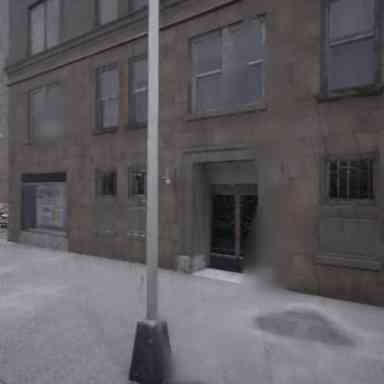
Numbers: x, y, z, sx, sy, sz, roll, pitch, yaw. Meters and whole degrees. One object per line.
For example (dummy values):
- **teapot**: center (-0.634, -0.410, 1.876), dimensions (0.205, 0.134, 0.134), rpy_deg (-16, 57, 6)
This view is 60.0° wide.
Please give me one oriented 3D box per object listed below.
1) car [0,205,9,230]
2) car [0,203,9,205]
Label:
- **car**: center (-9.549, 1.672, 20.663), dimensions (2.008, 1.369, 4.403), rpy_deg (0, -1, 36)
- **car**: center (-13.886, 1.578, 24.816), dimensions (2.128, 1.511, 4.902), rpy_deg (1, 0, 36)
